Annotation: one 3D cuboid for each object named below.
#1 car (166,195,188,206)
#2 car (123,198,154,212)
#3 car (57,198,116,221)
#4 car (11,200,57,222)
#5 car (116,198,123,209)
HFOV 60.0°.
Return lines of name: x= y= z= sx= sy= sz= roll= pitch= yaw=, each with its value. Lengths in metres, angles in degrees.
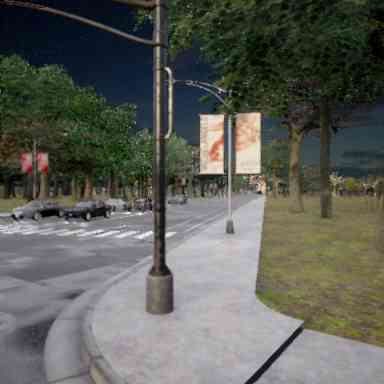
car: x=-2.157 y=1.270 z=54.078 sx=2.097 sy=1.767 sz=4.553 roll=0 pitch=0 yaw=13
car: x=-5.750 y=1.441 z=37.999 sx=1.812 sy=1.442 sz=4.674 roll=0 pitch=0 yaw=13
car: x=-8.273 y=1.395 z=26.612 sx=1.882 sy=1.535 sz=5.008 roll=0 pitch=0 yaw=13
car: x=-11.768 y=1.405 z=25.897 sx=2.128 sy=1.511 sz=4.902 roll=0 pitch=0 yaw=13
car: x=-9.042 y=1.436 z=38.164 sx=1.812 sy=1.442 sz=4.674 roll=0 pitch=0 yaw=13
